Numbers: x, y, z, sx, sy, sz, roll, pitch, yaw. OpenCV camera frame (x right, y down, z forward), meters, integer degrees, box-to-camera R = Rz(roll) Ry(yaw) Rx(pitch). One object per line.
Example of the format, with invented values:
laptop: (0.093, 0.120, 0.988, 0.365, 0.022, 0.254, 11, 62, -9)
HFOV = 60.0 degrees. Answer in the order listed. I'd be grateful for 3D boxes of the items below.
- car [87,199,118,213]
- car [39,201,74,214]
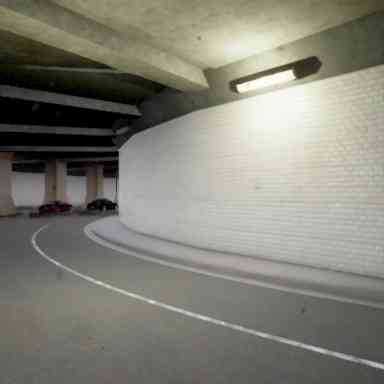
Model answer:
car: (-10.361, 1.537, 38.826, 1.882, 1.535, 5.008, 0, 0, 12)
car: (-14.474, 1.620, 35.720, 1.994, 1.385, 4.181, 0, 0, 9)
